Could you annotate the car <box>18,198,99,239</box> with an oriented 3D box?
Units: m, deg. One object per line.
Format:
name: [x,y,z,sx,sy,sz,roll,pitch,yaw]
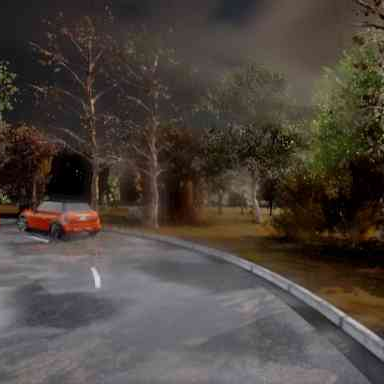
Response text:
car: [-6.592,1.141,16.314,4.553,1.767,2.097,2,1,38]
